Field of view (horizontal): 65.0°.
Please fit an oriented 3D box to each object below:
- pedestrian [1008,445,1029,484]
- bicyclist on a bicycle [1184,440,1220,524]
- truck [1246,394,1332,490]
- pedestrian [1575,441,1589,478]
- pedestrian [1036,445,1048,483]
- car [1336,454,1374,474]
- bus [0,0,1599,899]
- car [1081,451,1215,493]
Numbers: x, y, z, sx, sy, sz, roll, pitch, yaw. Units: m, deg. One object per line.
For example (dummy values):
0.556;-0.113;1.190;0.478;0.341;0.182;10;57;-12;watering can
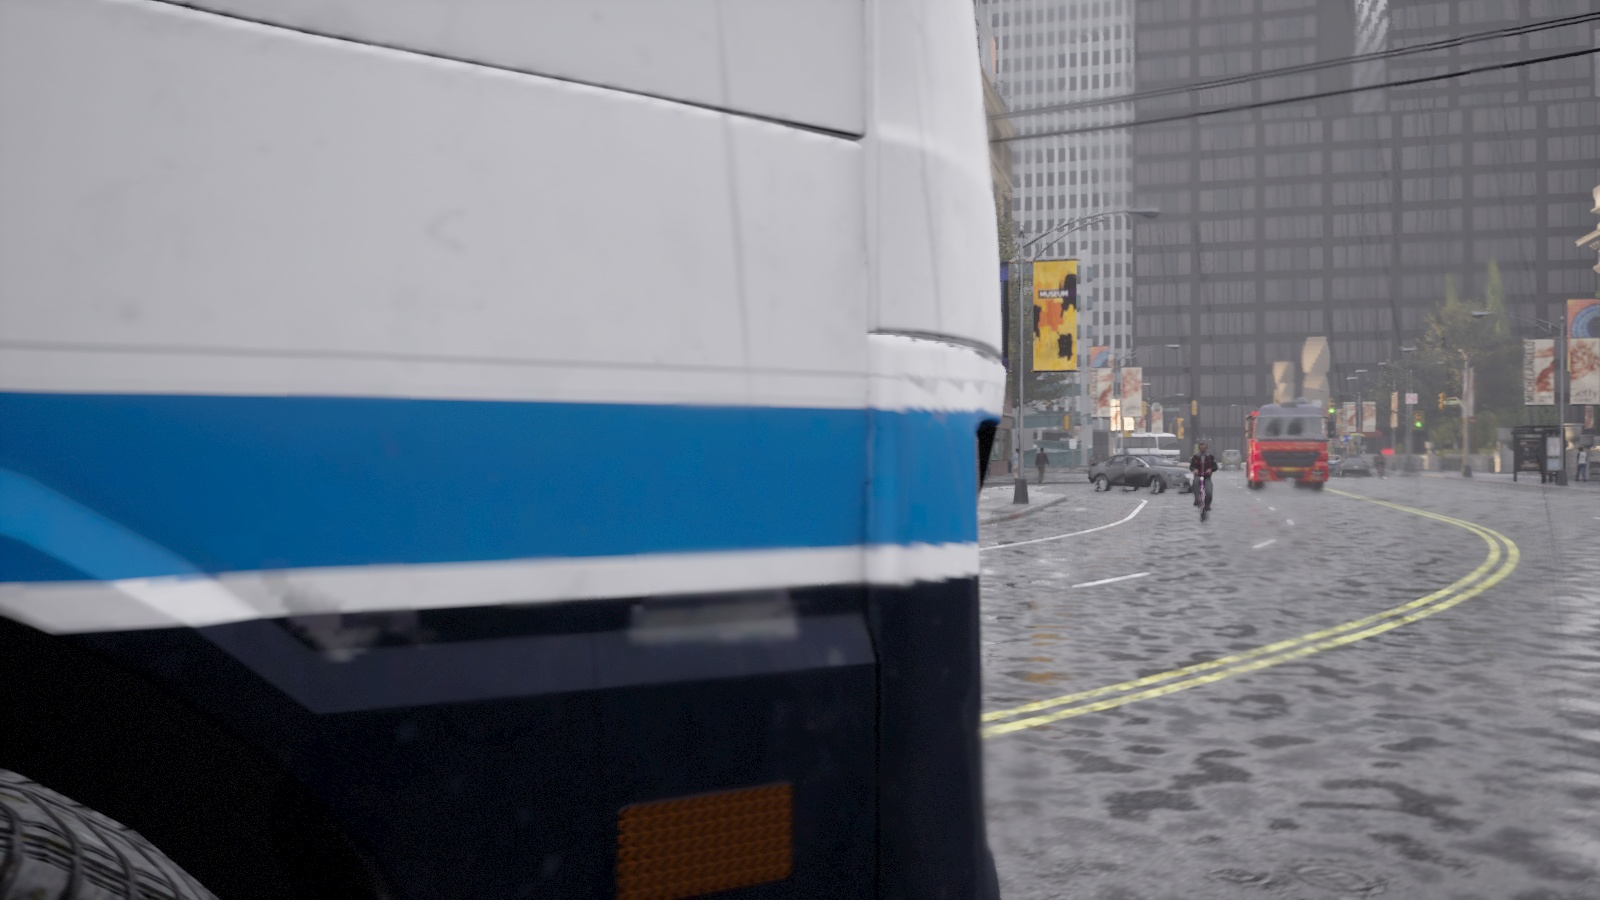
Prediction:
10.638;0.706;61.196;0.874;1.855;0.900;0;0;-1;pedestrian
8.829;0.677;27.539;0.659;1.776;1.843;0;-1;21;bicyclist on a bicycle
21.139;-0.307;54.676;2.891;3.827;8.468;0;0;17;truck
39.037;0.493;62.697;0.354;1.836;0.706;0;0;8;pedestrian
11.832;0.700;61.344;0.431;1.840;0.703;0;0;20;pedestrian
39.074;0.979;88.535;1.994;1.385;4.181;0;0;17;car
-4.234;-0.619;0.661;10.273;4.253;3.944;0;0;-29;bus
13.348;0.814;48.427;2.128;1.511;4.902;0;0;-30;car
